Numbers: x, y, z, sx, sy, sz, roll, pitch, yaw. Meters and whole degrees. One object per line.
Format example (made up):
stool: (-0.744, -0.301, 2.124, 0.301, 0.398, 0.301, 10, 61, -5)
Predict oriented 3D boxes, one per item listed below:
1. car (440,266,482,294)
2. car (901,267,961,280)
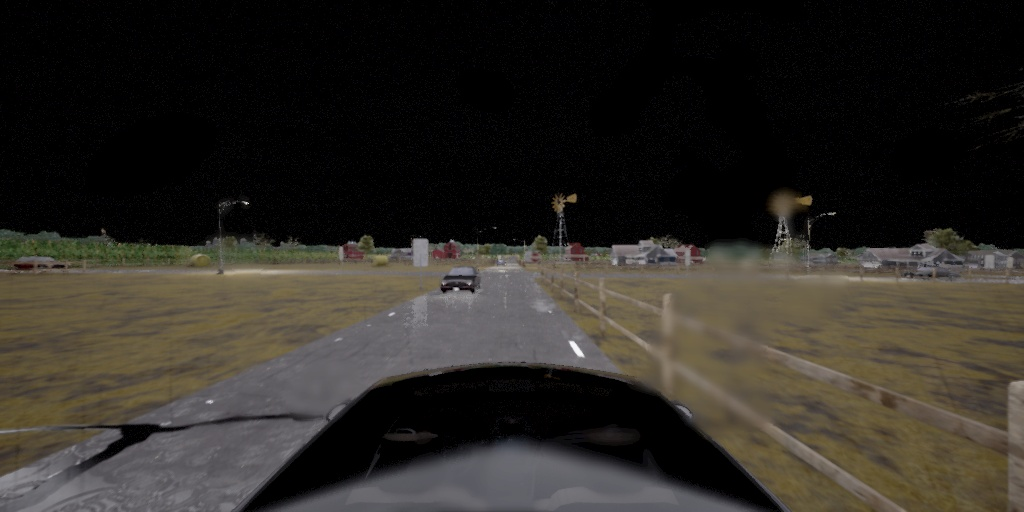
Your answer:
car: (-2.814, 1.309, 20.844, 2.033, 1.411, 5.357, 0, 0, 0)
car: (49.130, 2.016, 42.098, 5.357, 1.411, 2.033, 1, 1, 0)
